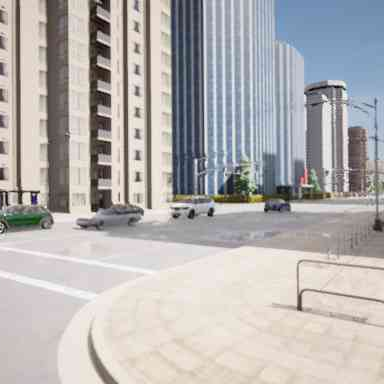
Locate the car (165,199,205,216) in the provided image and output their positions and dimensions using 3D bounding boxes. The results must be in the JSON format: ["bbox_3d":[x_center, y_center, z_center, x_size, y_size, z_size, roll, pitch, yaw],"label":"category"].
[{"bbox_3d":[-0.721,1.658,37.283,2.097,1.767,4.553,-1,0,35],"label":"car"}]

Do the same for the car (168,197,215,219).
[{"bbox_3d":[0.172,1.487,32.461,2.150,2.045,5.566,-1,0,35],"label":"car"}]

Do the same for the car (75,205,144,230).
[{"bbox_3d":[-5.902,1.865,23.720,1.895,1.301,4.718,-1,0,35],"label":"car"}]

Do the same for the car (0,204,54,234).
[{"bbox_3d":[-11.556,1.655,21.812,2.097,1.767,4.553,-1,0,36],"label":"car"}]

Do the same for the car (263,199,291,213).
[{"bbox_3d":[10.540,1.579,40.956,2.097,1.767,4.553,-1,0,35],"label":"car"}]
